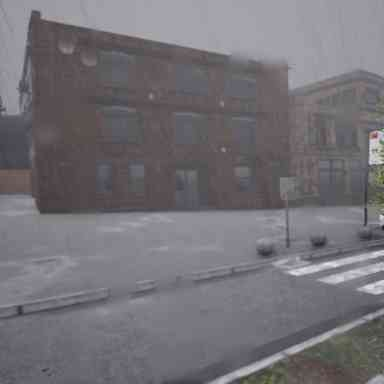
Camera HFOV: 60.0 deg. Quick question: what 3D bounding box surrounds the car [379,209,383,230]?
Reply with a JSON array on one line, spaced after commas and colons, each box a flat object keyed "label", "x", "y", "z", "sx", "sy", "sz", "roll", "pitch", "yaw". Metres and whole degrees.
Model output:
[{"label": "car", "x": 12.829, "y": 1.145, "z": 18.737, "sx": 5.566, "sy": 2.045, "sz": 2.435, "roll": 0, "pitch": 0, "yaw": -35}]
